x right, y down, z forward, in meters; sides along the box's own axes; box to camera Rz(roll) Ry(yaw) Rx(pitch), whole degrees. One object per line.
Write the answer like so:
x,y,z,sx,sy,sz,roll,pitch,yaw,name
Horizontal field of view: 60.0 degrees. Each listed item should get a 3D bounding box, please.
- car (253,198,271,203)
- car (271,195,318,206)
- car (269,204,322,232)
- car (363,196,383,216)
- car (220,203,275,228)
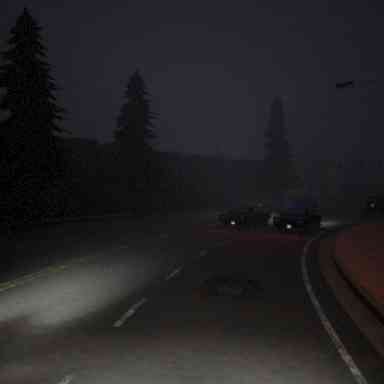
8.377,1.447,38.167,4.553,1.767,2.097,0,0,-39,car
11.564,1.340,36.290,5.566,2.045,2.150,1,0,-38,car
6.674,1.668,20.651,1.895,1.301,4.718,0,0,33,car
19.308,1.390,33.262,5.566,2.045,2.150,1,0,-37,car
3.762,1.649,22.625,1.895,1.301,4.718,0,0,33,car
